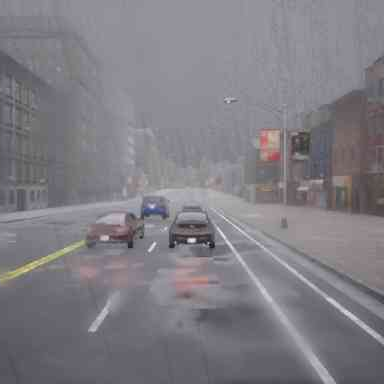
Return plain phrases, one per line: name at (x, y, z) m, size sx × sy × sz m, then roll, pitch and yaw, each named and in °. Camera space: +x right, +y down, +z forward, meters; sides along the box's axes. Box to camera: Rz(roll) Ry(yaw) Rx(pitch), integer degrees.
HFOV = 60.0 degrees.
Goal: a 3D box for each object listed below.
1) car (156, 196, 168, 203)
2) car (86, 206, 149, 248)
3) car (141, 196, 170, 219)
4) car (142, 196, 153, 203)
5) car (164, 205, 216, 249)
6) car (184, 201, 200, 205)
car at (-6.500, 1.657, 72.254) m, size 2.033 × 1.411 × 5.357 m, roll 0°, pitch 0°, yaw 0°
car at (-3.250, 1.550, 14.654) m, size 1.812 × 1.442 × 4.674 m, roll 0°, pitch 0°, yaw 0°
car at (-3.250, 1.343, 29.688) m, size 2.150 × 2.045 × 5.566 m, roll 0°, pitch 0°, yaw 0°
car at (-9.750, 1.652, 72.810) m, size 1.812 × 1.442 × 4.674 m, roll 0°, pitch 0°, yaw 0°
car at (0.000, 1.533, 14.654) m, size 1.837 × 1.490 × 4.892 m, roll 0°, pitch 0°, yaw 0°
car at (0.000, 1.601, 29.658) m, size 1.837 × 1.490 × 4.892 m, roll 0°, pitch 0°, yaw 0°
